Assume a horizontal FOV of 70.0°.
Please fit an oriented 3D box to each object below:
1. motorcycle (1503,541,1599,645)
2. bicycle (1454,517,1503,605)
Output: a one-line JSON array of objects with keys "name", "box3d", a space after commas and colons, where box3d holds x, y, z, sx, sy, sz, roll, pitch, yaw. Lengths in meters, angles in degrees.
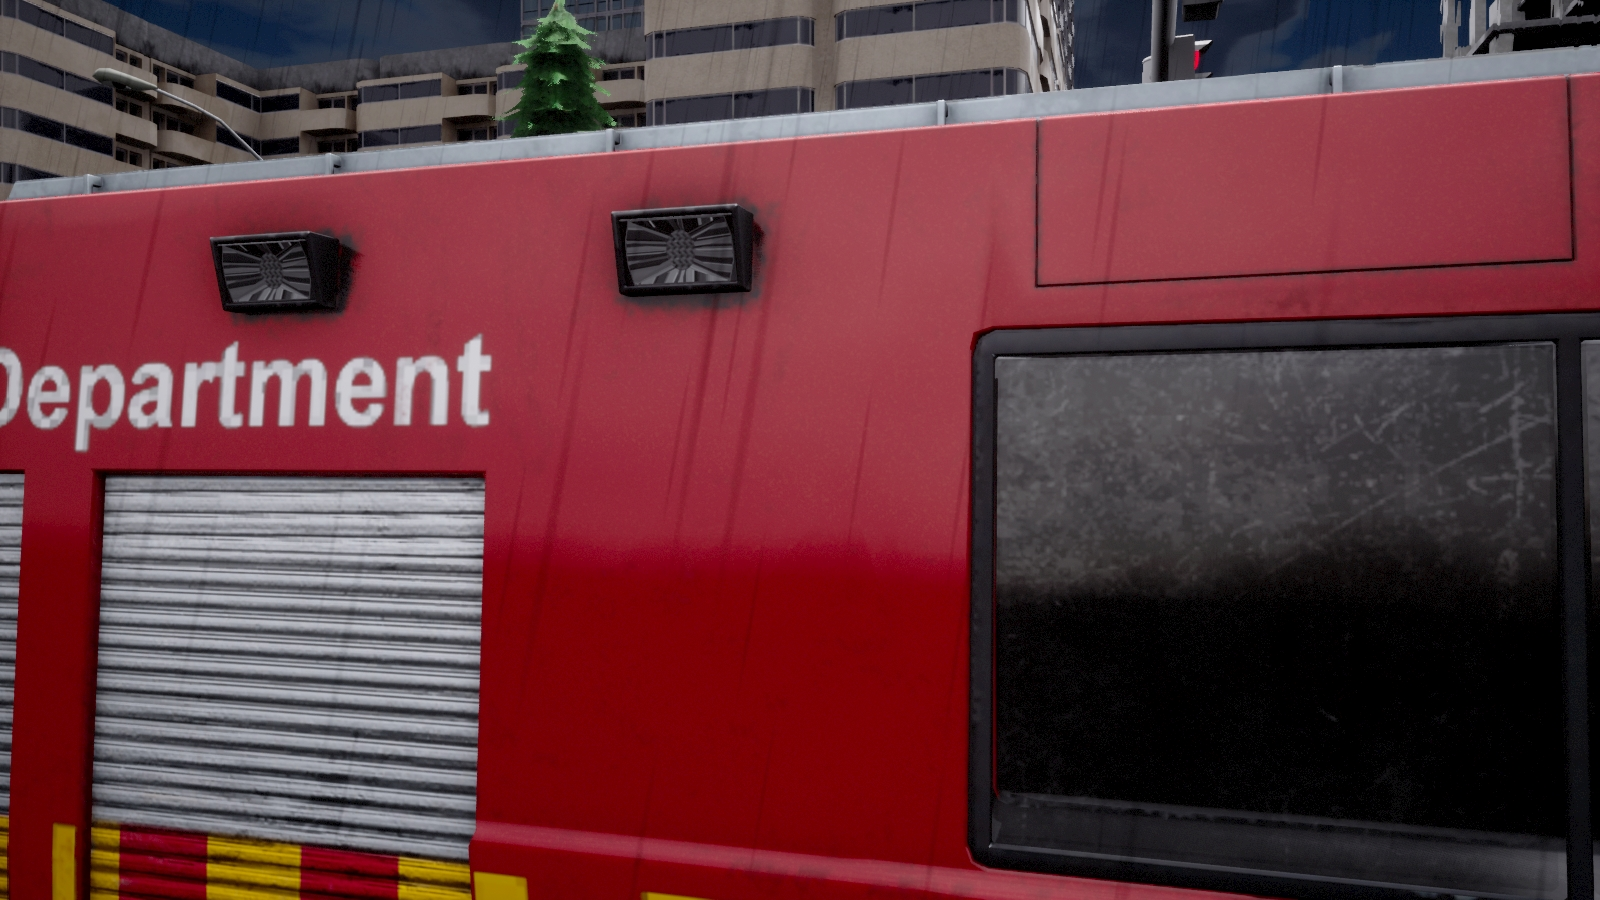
[{"name": "motorcycle", "box3d": [11.678, 2.155, 17.664, 0.764, 1.307, 2.356, 0, 0, 16]}, {"name": "bicycle", "box3d": [12.788, 2.060, 21.569, 0.329, 1.471, 1.835, 0, 0, 16]}]
